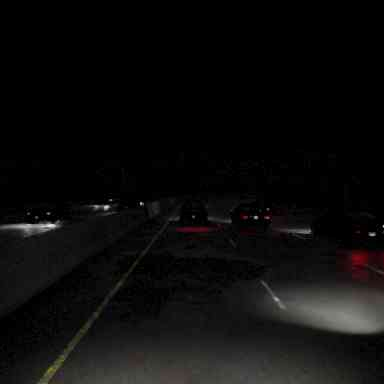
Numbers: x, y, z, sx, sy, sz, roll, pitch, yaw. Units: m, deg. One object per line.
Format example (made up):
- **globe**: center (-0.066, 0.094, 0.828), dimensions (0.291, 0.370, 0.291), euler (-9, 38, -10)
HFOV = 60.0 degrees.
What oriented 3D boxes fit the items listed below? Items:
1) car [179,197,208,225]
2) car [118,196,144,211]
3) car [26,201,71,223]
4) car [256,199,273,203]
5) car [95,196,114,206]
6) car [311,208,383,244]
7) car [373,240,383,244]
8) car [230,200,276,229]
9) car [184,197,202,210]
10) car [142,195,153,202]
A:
- **car**: center (0.104, 1.409, 23.680), dimensions (1.882, 1.535, 5.008), euler (0, 0, 0)
- **car**: center (-7.082, 1.455, 37.741), dimensions (1.994, 1.385, 4.181), euler (0, 0, 0)
- **car**: center (-10.595, 1.453, 25.016), dimensions (1.812, 1.442, 4.674), euler (0, 0, 0)
- **car**: center (7.105, 1.395, 33.511), dimensions (2.128, 1.511, 4.902), euler (0, 0, 0)
- **car**: center (-13.939, 1.324, 53.083), dimensions (1.882, 1.535, 5.008), euler (0, 0, 2)
- **car**: center (7.103, 1.481, 15.399), dimensions (1.812, 1.442, 4.674), euler (0, 0, 0)
- **car**: center (3.601, 1.497, 2.513), dimensions (1.837, 1.490, 4.892), euler (0, 0, 0)
- **car**: center (3.603, 1.486, 21.281), dimensions (2.033, 1.411, 5.357), euler (0, 0, 0)
- **car**: center (0.107, 1.372, 41.464), dimensions (2.128, 1.511, 4.902), euler (0, 0, 0)
- **car**: center (-9.327, 1.275, 67.219), dimensions (2.128, 1.511, 4.902), euler (0, 0, 8)
